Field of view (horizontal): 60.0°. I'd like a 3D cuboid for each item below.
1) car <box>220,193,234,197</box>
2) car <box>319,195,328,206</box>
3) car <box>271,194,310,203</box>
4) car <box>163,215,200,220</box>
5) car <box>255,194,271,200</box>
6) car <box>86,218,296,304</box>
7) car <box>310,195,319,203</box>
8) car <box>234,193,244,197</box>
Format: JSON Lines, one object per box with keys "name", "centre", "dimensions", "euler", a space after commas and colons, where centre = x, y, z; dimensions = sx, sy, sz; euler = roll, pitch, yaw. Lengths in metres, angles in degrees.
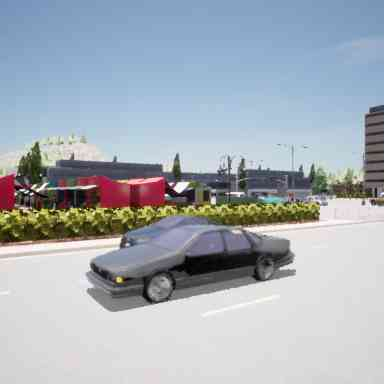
{"name": "car", "centre": [7.927, 1.211, 82.747], "dimensions": [1.905, 1.878, 3.866], "euler": [0, 0, -33]}
{"name": "car", "centre": [18.691, 1.451, 50.861], "dimensions": [1.970, 1.475, 3.806], "euler": [0, 0, -33]}
{"name": "car", "centre": [14.052, 1.209, 47.762], "dimensions": [1.932, 1.855, 4.605], "euler": [0, 0, -33]}
{"name": "car", "centre": [-0.453, 1.564, 12.065], "dimensions": [4.181, 1.385, 1.994], "euler": [0, 0, -34]}
{"name": "car", "centre": [15.238, 1.451, 66.654], "dimensions": [1.970, 1.475, 3.806], "euler": [0, 0, -33]}
{"name": "car", "centre": [0.243, 1.547, 8.325], "dimensions": [5.357, 1.411, 2.033], "euler": [0, 0, -34]}
{"name": "car", "centre": [16.269, 1.419, 49.275], "dimensions": [1.784, 1.438, 3.905], "euler": [0, 0, -33]}
{"name": "car", "centre": [10.378, 1.209, 84.288], "dimensions": [1.932, 1.855, 4.605], "euler": [0, 0, -33]}
